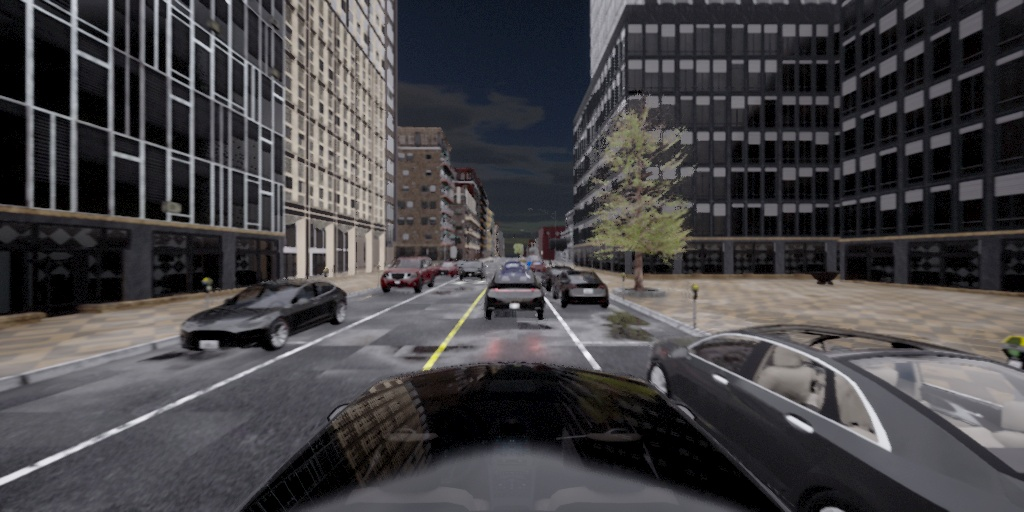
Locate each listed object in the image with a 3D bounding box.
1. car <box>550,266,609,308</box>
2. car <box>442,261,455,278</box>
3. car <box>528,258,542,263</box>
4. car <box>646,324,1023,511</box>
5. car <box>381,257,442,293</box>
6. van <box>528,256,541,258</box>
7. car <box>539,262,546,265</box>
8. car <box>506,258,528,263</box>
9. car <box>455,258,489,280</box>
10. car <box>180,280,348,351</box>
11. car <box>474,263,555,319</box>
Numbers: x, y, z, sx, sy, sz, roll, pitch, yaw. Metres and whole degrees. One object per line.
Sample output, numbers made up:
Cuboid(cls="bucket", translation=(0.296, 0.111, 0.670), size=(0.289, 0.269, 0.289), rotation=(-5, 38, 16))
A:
Cuboid(cls="car", translation=(2.653, 1.249, 14.585), size=(1.948, 1.339, 4.313), rotation=(0, 0, 0))
Cuboid(cls="car", translation=(-5.702, 1.148, 31.676), size=(1.888, 1.381, 4.507), rotation=(0, 0, 0))
Cuboid(cls="car", translation=(2.644, 1.158, 37.341), size=(1.802, 1.307, 4.207), rotation=(0, 0, 0))
Cuboid(cls="car", translation=(2.658, 1.292, 3.208), size=(2.007, 1.370, 4.403), rotation=(0, 0, 0))
Cuboid(cls="car", translation=(-5.697, 0.971, 20.297), size=(2.192, 1.841, 5.009), rotation=(0, 0, 0))
Cuboid(cls="van", translation=(2.641, 0.892, 43.030), size=(1.690, 1.789, 3.998), rotation=(0, 0, 0))
Cuboid(cls="car", translation=(2.650, 1.221, 20.274), size=(1.948, 1.339, 4.313), rotation=(0, 0, 0))
Cuboid(cls="car", translation=(0.079, 1.142, 28.716), size=(1.812, 1.442, 4.674), rotation=(0, 0, 0))
Cuboid(cls="car", translation=(-3.111, 1.120, 28.955), size=(1.837, 1.490, 4.892), rotation=(0, 0, 0))
Cuboid(cls="car", translation=(-5.693, 1.279, 8.919), size=(1.948, 1.339, 4.313), rotation=(0, 0, 0))
Cuboid(cls="car", translation=(0.082, 1.185, 12.545), size=(2.128, 1.511, 4.902), rotation=(0, 0, 0))
